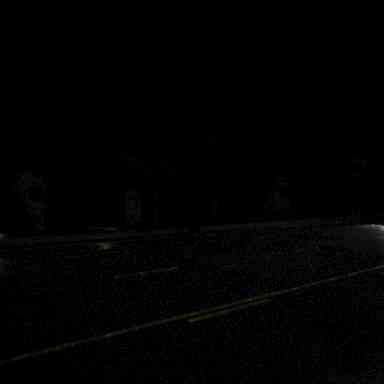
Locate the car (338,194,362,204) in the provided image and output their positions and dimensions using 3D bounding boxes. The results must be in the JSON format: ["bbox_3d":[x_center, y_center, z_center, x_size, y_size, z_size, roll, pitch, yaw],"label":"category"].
[{"bbox_3d":[22.496,0.971,47.475,3.806,1.475,1.970,-2,1,-35],"label":"car"}]
